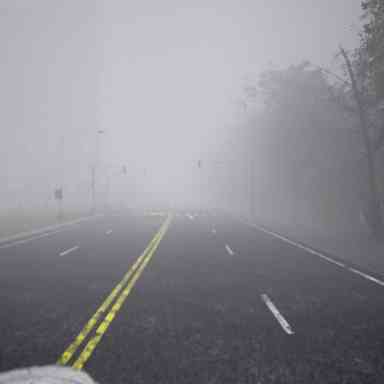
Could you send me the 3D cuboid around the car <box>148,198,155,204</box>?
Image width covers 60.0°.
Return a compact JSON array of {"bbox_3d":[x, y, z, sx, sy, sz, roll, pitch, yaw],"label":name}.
[{"bbox_3d":[-10.573,2.404,87.186,1.812,1.442,4.674,0,-1,-5],"label":"car"}]
